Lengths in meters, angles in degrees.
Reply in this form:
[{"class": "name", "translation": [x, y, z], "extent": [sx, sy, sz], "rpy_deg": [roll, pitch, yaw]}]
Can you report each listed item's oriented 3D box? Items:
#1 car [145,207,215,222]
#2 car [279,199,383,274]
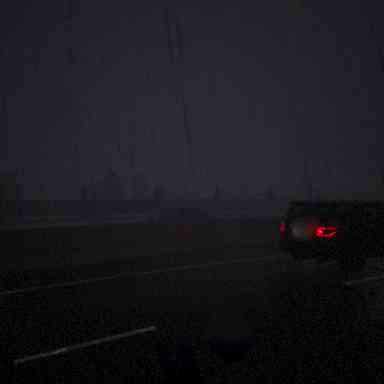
[{"class": "car", "translation": [-0.679, 1.583, 19.664], "extent": [4.181, 1.385, 1.994], "rpy_deg": [0, 0, -28]}, {"class": "car", "translation": [5.396, 1.257, 10.883], "extent": [5.566, 2.045, 2.150], "rpy_deg": [0, 0, -29]}]
